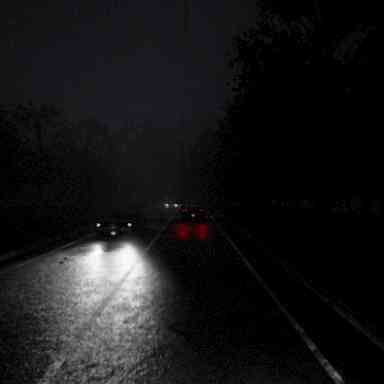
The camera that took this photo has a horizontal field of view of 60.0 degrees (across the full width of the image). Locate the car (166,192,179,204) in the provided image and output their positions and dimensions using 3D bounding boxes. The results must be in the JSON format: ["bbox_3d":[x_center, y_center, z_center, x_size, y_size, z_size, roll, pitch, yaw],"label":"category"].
[{"bbox_3d":[-3.528,1.083,60.409,2.150,2.045,5.566,0,0,0],"label":"car"}]

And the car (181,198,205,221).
[{"bbox_3d":[0.089,1.511,26.688,1.812,1.442,4.674,0,0,0],"label":"car"}]

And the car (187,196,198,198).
[{"bbox_3d":[0.078,1.279,43.032,2.097,1.767,4.553,0,0,0],"label":"car"}]

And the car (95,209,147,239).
[{"bbox_3d":[-3.610,1.597,17.537,1.895,1.301,4.718,0,0,0],"label":"car"}]
